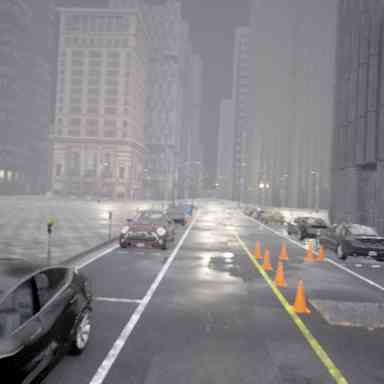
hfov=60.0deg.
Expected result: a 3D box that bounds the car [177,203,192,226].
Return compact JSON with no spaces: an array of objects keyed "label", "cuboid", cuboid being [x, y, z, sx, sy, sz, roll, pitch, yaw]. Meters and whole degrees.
[{"label":"car","cuboid":[-1.286,1.808,25.931,1.947,1.339,4.313,2,-1,3]}]

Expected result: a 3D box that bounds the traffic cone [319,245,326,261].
[{"label":"traffic cone","cuboid":[5.023,2.342,12.906,0.340,0.580,0.340,2,-1,31]}]

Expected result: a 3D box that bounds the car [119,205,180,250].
[{"label":"car","cuboid":[-1.834,1.528,14.665,1.967,1.590,4.097,2,-1,3]}]

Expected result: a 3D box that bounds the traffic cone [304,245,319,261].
[{"label":"traffic cone","cuboid":[4.543,2.318,12.796,0.340,0.580,0.340,3,-1,3]}]

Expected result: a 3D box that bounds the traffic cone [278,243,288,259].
[{"label":"traffic cone","cuboid":[3.545,2.272,12.846,0.340,0.580,0.340,3,-1,3]}]

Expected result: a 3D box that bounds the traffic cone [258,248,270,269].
[{"label":"traffic cone","cuboid":[2.449,2.199,10.898,0.340,0.580,0.340,3,-1,3]}]

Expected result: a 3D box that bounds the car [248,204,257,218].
[{"label":"car","cuboid":[7.774,2.335,36.776,2.008,1.369,4.403,2,-1,3]}]

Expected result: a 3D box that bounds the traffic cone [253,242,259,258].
[{"label":"traffic cone","cuboid":[2.547,2.226,12.895,0.340,0.580,0.340,3,-1,3]}]

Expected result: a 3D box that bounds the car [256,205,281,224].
[{"label":"car","cuboid":[7.507,2.236,31.313,1.752,1.417,4.829,2,-1,3]}]

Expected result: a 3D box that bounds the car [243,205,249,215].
[{"label":"car","cuboid":[8.056,2.299,42.412,1.967,1.590,4.097,2,-1,3]}]

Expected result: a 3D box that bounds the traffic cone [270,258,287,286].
[{"label":"traffic cone","cuboid":[2.351,2.171,8.901,0.340,0.580,0.340,3,-1,3]}]

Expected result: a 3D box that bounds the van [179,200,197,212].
[{"label":"van","cuboid":[-0.723,1.735,37.201,1.690,1.788,3.998,2,-1,3]}]

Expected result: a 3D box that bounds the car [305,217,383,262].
[{"label":"car","cuboid":[6.667,2.028,14.243,2.008,1.369,4.403,2,-1,3]}]

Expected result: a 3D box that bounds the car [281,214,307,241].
[{"label":"car","cuboid":[6.943,2.121,19.876,1.947,1.339,4.313,2,-1,3]}]

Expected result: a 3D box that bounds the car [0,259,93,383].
[{"label":"car","cuboid":[-2.392,1.496,3.396,1.947,1.339,4.313,2,-1,3]}]

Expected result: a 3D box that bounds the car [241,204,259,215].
[{"label":"car","cuboid":[8.328,2.484,48.044,2.008,1.369,4.403,2,-1,3]}]

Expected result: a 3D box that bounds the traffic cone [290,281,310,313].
[{"label":"traffic cone","cuboid":[2.253,2.143,6.903,0.340,0.580,0.340,3,-1,3]}]
